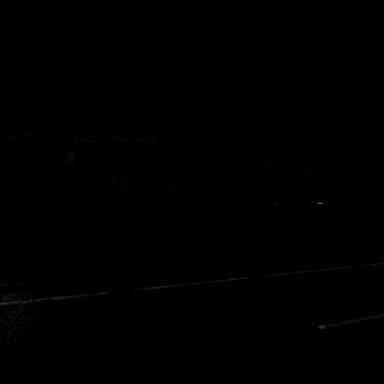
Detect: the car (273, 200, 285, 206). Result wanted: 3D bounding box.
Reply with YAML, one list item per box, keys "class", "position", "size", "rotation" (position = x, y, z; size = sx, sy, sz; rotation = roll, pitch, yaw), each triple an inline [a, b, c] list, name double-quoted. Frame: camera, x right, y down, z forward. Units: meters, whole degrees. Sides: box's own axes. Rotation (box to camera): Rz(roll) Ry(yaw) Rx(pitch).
- class: "car"
  position: [20.475, 2.691, 83.498]
  size: [2.128, 1.511, 4.902]
  rotation: [0, -1, -22]

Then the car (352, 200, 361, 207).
- class: "car"
  position: [35.358, 2.569, 74.396]
  size: [2.128, 1.511, 4.902]
  rotation: [0, -1, -22]

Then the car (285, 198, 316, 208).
- class: "car"
  position: [22.421, 2.216, 69.042]
  size: [2.150, 2.045, 5.566]
  rotation: [0, -1, -22]

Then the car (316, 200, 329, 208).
- class: "car"
  position: [25.688, 2.529, 70.296]
  size: [2.128, 1.511, 4.902]
  rotation: [0, -1, -22]

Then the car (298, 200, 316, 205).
- class: "car"
  position: [30.242, 2.724, 87.352]
  size: [1.812, 1.442, 4.674]
  rotation: [0, -1, -22]

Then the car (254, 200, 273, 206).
- class: "car"
  position: [17.220, 2.676, 82.213]
  size: [1.812, 1.442, 4.674]
  rotation: [0, -1, -22]

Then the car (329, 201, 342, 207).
- class: "car"
  position: [28.948, 2.555, 71.569]
  size: [2.033, 1.411, 5.357]
  rotation: [0, -1, -22]

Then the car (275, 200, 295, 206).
- class: "car"
  position: [23.731, 2.716, 84.782]
  size: [2.033, 1.411, 5.357]
  rotation: [0, -1, -22]

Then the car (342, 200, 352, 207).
- class: "car"
  position: [32.092, 2.626, 73.137]
  size: [1.895, 1.301, 4.718]
  rotation: [0, -1, -22]

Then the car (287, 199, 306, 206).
- class: "car"
  position: [26.987, 2.686, 86.067]
  size: [1.837, 1.490, 4.892]
  rotation: [0, -1, -22]
